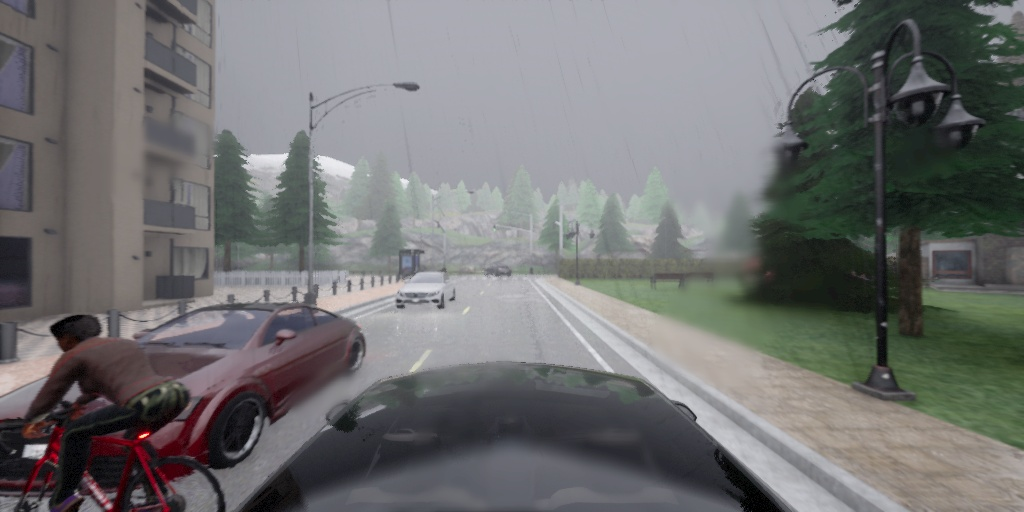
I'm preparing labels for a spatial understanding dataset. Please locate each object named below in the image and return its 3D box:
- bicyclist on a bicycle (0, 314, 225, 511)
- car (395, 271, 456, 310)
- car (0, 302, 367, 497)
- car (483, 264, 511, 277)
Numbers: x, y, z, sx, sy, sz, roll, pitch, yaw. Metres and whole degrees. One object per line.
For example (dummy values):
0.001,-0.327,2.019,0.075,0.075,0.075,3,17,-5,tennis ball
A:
-2.725,1.210,2.375,1.656,1.620,0.582,-1,-1,0,bicyclist on a bicycle
-3.624,1.418,15.811,1.812,1.442,4.674,0,-1,0,car
-3.603,1.345,4.746,1.994,1.385,4.181,0,-1,0,car
-1.775,1.655,41.938,2.128,1.511,4.902,1,-1,-26,car
